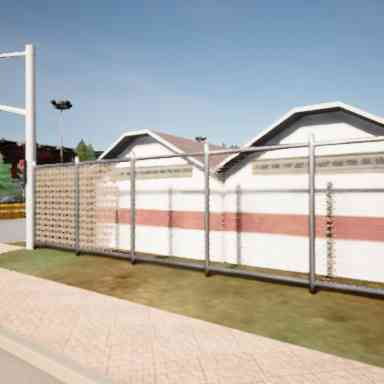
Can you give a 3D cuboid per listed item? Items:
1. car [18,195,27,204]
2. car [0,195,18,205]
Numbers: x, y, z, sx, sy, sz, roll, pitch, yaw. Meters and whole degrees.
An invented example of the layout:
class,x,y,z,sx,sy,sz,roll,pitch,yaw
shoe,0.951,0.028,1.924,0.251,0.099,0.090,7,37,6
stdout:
class,x,y,z,sx,sy,sz,roll,pitch,yaw
car,-16.165,1.414,37.760,2.150,2.045,5.566,0,0,34
car,-22.077,1.453,41.516,2.150,2.045,5.566,0,0,34
